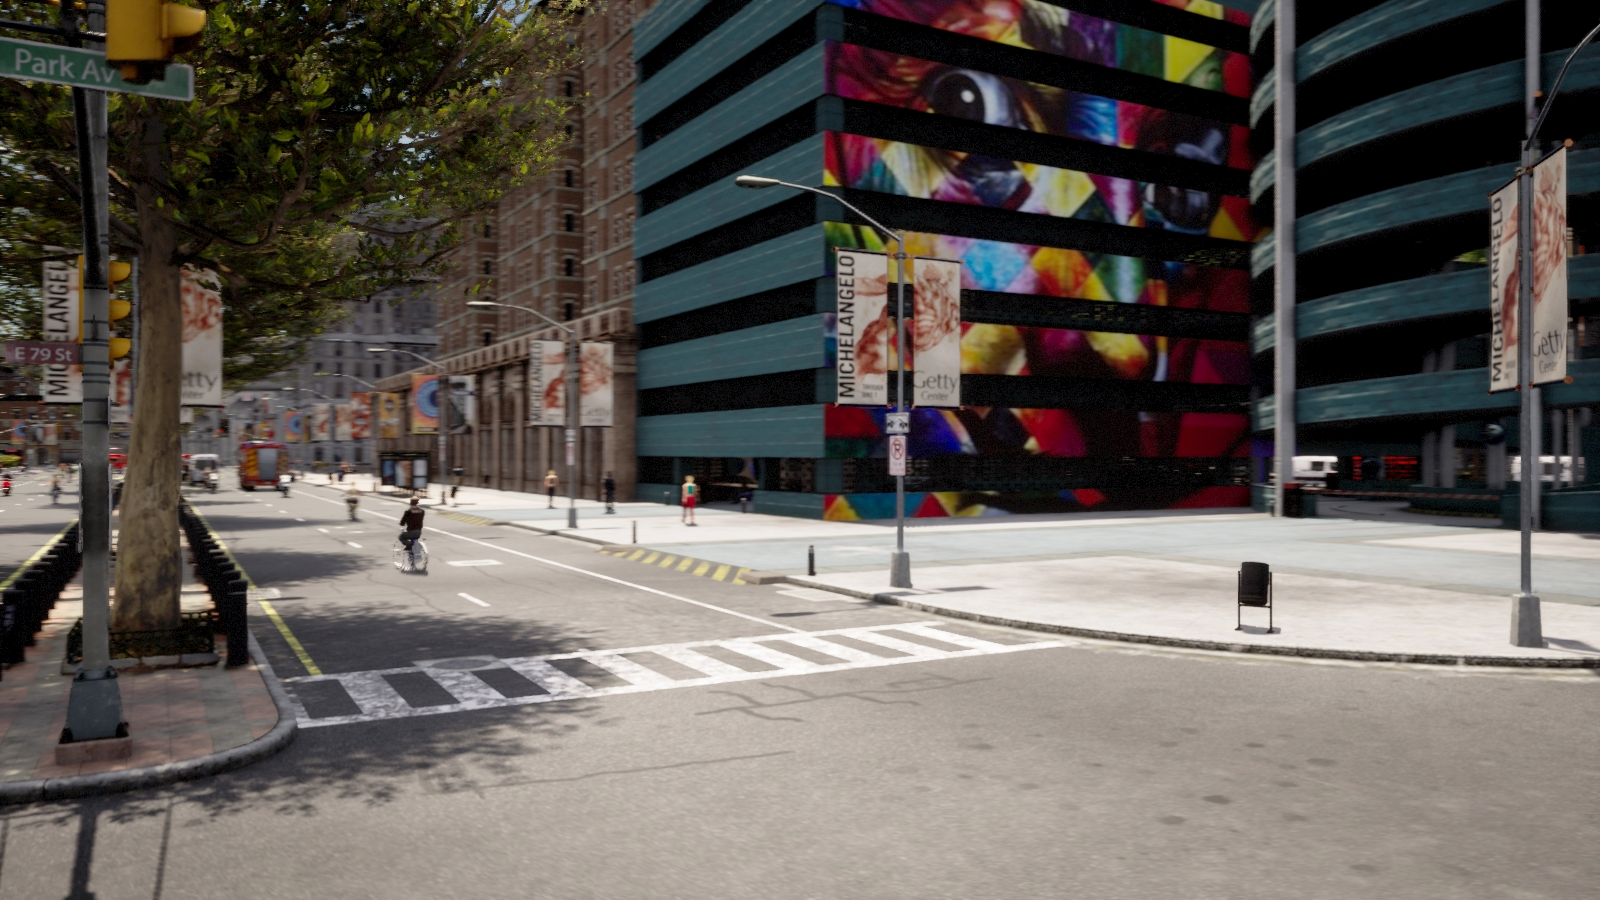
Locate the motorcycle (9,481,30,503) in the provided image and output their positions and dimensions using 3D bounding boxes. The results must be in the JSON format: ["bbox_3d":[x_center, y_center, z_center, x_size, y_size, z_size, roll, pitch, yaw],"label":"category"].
[{"bbox_3d":[-43.263,2.301,63.360,0.803,1.145,2.033,0,0,-30],"label":"motorcycle"}]

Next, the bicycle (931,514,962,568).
[{"bbox_3d":[3.652,2.257,28.607,0.373,1.196,1.643,0,0,-7],"label":"bicycle"}]

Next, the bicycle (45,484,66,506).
[{"bbox_3d":[-39.154,2.340,60.089,0.859,1.080,1.487,0,0,-30],"label":"bicycle"}]

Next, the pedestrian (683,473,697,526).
[{"bbox_3d":[-3.943,1.765,40.882,0.375,1.860,0.375,0,0,-26],"label":"pedestrian"}]

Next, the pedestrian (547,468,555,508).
[{"bbox_3d":[-11.655,1.782,53.472,0.375,1.860,0.375,0,0,-11],"label":"pedestrian"}]

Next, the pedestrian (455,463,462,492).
[{"bbox_3d":[-22.691,1.815,75.806,0.375,1.860,0.375,0,0,-28],"label":"pedestrian"}]

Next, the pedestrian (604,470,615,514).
[{"bbox_3d":[-8.093,1.776,48.573,0.375,1.860,0.375,0,0,-26],"label":"pedestrian"}]
